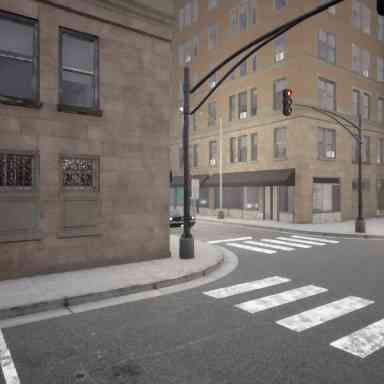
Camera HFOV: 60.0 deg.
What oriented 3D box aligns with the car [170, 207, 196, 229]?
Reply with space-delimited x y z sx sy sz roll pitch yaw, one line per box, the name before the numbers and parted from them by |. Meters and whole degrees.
car | -1.779 1.502 19.818 1.895 1.301 4.718 0 0 -36
